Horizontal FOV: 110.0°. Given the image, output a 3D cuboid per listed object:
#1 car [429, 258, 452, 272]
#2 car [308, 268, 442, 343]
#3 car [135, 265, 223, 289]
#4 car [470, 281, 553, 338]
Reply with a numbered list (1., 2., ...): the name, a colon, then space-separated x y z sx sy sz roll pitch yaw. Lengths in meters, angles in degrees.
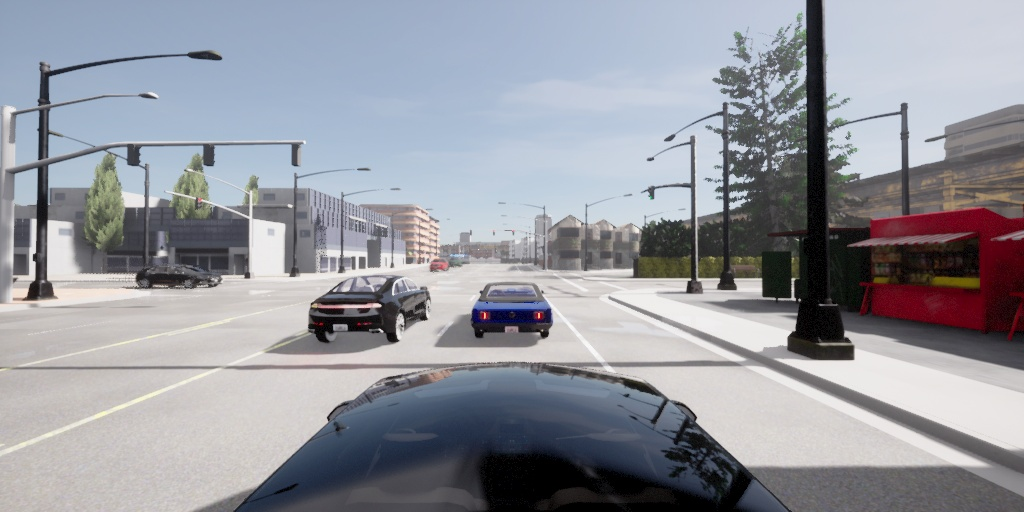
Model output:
1. car: -11.127 1.389 54.967 2.150 2.045 5.566 0 0 -1
2. car: -3.511 1.257 9.741 2.128 1.511 4.902 0 0 0
3. car: -21.563 1.342 23.321 4.892 1.490 1.837 0 -1 3
4. car: -0.011 1.364 10.219 1.895 1.301 4.718 0 0 0
